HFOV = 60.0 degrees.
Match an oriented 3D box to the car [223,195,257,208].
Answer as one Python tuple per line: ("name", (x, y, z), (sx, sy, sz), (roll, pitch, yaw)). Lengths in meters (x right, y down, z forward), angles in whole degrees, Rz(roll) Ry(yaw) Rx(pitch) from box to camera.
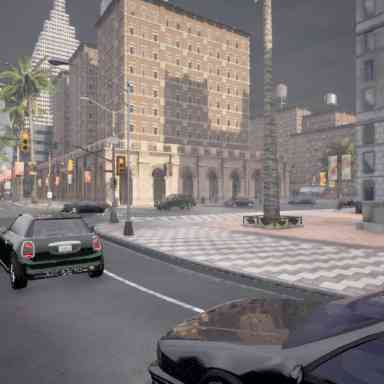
("car", (6.666, 1.503, 47.631), (4.892, 1.490, 1.837), (-1, 0, -33))

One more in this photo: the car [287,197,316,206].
("car", (18.224, 1.546, 55.196), (5.357, 1.411, 2.033), (0, 0, -33))

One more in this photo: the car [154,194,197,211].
("car", (-2.037, 1.221, 41.942), (5.566, 2.045, 2.150), (0, 0, -33))

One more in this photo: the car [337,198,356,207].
("car", (24.177, 1.601, 50.529), (4.718, 1.301, 1.895), (0, 0, -34))

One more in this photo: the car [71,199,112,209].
("car", (-10.124, 1.477, 32.696), (5.008, 1.535, 1.882), (0, 1, -25))

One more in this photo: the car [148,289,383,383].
("car", (2.135, 1.547, 2.552), (5.357, 1.411, 2.033), (0, 0, 37))

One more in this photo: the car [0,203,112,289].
("car", (-4.247, 1.352, 9.553), (2.097, 1.767, 4.553), (0, 0, -36))
